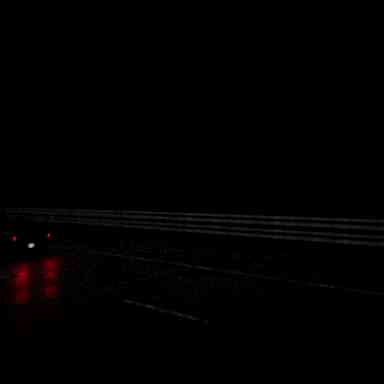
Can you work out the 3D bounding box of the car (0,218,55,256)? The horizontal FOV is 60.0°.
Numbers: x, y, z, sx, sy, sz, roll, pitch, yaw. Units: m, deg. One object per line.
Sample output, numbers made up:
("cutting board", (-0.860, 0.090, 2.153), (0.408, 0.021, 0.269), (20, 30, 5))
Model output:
("car", (-7.830, 1.737, 13.755), (4.718, 1.301, 1.895), (-1, 0, 36))
